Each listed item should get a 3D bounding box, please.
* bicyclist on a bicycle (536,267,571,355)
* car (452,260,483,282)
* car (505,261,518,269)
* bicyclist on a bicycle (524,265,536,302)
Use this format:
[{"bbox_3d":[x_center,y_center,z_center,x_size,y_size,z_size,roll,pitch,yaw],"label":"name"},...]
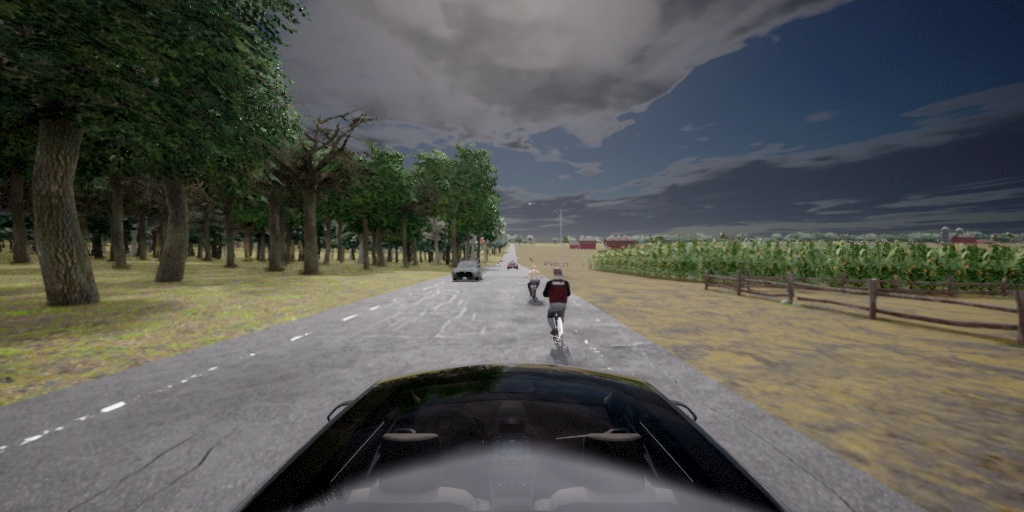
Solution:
[{"bbox_3d":[0.964,1.116,7.819,0.659,1.776,1.843,0,0,0],"label":"bicyclist on a bicycle"},{"bbox_3d":[-3.591,1.129,29.497,2.097,1.767,4.553,0,0,0],"label":"car"},{"bbox_3d":[0.118,1.693,63.456,1.895,1.301,4.718,0,-1,0],"label":"car"},{"bbox_3d":[0.974,1.182,16.002,0.866,1.612,1.509,0,0,0],"label":"bicyclist on a bicycle"}]
